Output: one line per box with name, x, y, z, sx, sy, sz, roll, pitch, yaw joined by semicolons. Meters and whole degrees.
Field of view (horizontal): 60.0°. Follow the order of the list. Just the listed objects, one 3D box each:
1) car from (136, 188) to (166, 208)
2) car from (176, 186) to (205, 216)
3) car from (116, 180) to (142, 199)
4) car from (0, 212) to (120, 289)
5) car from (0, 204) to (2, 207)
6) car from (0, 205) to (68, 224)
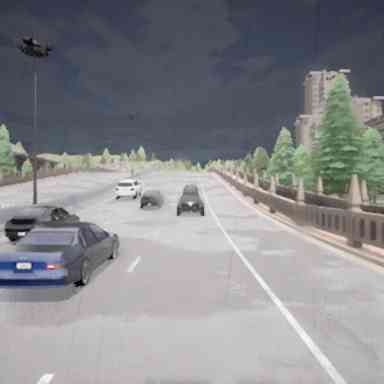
car;-3.583;0.576;30.487;1.837;1.490;4.892;0;5;0
car;-0.101;0.750;26.141;2.097;1.767;4.553;0;4;0
car;-7.084;-0.403;37.571;2.150;2.045;5.566;0;7;0
car;-3.423;1.536;9.261;2.033;1.411;5.357;0;0;0
car;-14.093;1.189;21.124;1.837;1.490;4.892;0;3;0
car;-6.959;1.395;15.938;1.837;1.490;4.892;0;2;0
